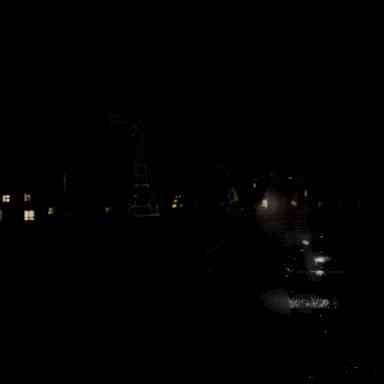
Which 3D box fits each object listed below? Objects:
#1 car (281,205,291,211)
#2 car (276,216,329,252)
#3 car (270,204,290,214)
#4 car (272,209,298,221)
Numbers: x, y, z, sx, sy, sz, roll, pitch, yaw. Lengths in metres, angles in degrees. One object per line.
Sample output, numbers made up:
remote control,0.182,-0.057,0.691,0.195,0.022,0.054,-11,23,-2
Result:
car,22.851,3.967,81.121,1.994,1.385,4.181,-3,-2,13
car,5.371,2.078,16.357,1.994,1.385,4.181,-3,-2,13
car,11.462,2.634,43.341,2.150,2.045,5.566,-3,-3,13
car,7.625,2.354,26.391,1.837,1.490,4.892,-3,-2,13
